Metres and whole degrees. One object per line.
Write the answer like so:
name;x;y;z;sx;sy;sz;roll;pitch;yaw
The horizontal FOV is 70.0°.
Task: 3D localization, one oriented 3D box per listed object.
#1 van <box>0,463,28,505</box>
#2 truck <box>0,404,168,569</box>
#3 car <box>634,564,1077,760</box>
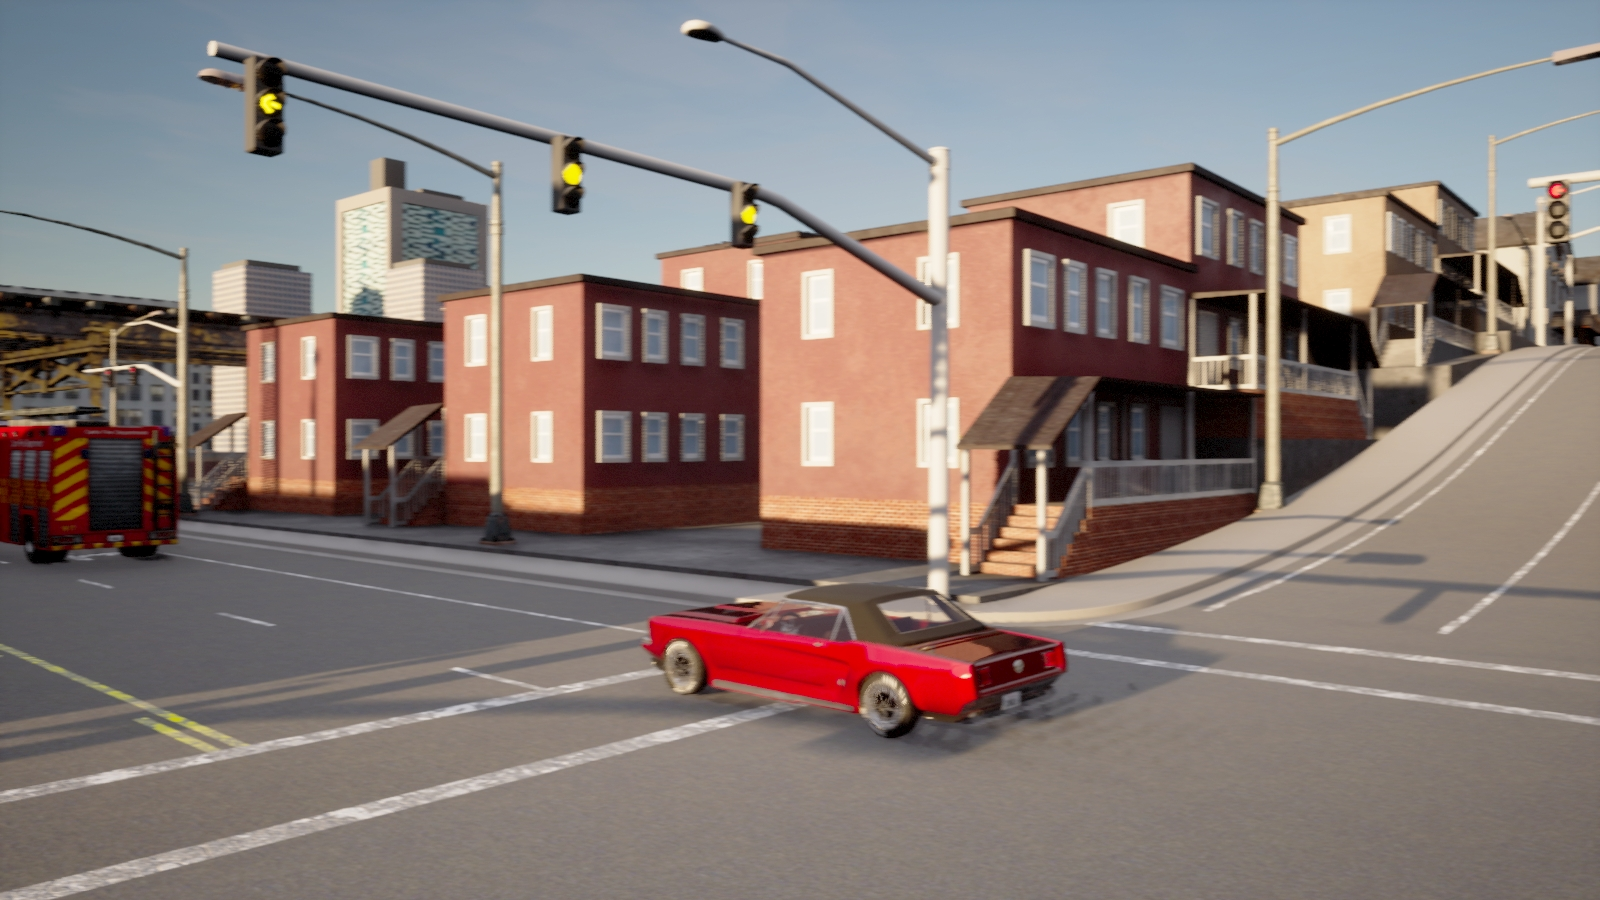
van;-40.925;1.698;56.151;2.069;2.038;4.480;-1;-1;32
truck;-20.018;0.844;30.447;8.468;3.827;2.891;0;0;42
car;0.440;2.138;12.562;4.718;1.301;1.895;0;0;42
